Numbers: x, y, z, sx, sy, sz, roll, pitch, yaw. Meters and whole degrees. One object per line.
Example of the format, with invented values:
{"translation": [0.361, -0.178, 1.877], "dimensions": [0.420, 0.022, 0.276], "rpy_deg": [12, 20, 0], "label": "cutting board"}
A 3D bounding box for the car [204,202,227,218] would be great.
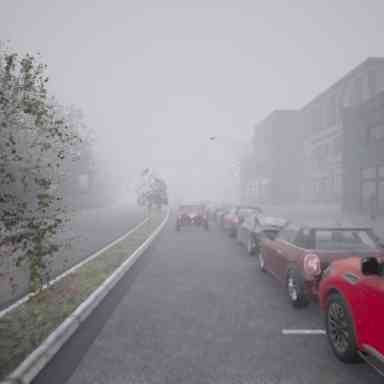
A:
{"translation": [2.508, 1.912, 36.247], "dimensions": [2.002, 1.452, 4.674], "rpy_deg": [0, -1, -3], "label": "car"}

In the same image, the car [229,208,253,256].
{"translation": [3.048, 1.639, 13.894], "dimensions": [2.231, 1.521, 4.892], "rpy_deg": [0, -1, 0], "label": "car"}

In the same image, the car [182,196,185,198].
{"translation": [-0.432, 2.171, 69.489], "dimensions": [2.097, 1.535, 5.008], "rpy_deg": [0, -1, -7], "label": "car"}

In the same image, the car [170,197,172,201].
{"translation": [-4.011, 2.306, 91.471], "dimensions": [2.231, 1.521, 4.892], "rpy_deg": [0, 0, -11], "label": "car"}

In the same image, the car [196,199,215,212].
{"translation": [1.822, 1.853, 47.330], "dimensions": [2.185, 1.767, 4.553], "rpy_deg": [0, -1, -4], "label": "car"}

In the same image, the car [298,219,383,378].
{"translation": [3.050, 1.265, 2.840], "dimensions": [2.435, 2.045, 5.566], "rpy_deg": [0, -1, 0], "label": "car"}

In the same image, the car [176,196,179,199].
{"translation": [-2.057, 2.247, 80.689], "dimensions": [1.946, 1.575, 5.366], "rpy_deg": [0, 0, -9], "label": "car"}

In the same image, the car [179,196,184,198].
{"translation": [-1.208, 2.211, 75.190], "dimensions": [1.946, 1.575, 5.366], "rpy_deg": [0, 0, -8], "label": "car"}

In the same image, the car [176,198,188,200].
{"translation": [-0.789, 1.914, 41.507], "dimensions": [1.882, 1.535, 5.008], "rpy_deg": [0, -1, -4], "label": "car"}

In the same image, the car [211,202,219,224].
{"translation": [2.752, 1.846, 30.724], "dimensions": [2.163, 1.488, 4.792], "rpy_deg": [0, -1, -2], "label": "car"}

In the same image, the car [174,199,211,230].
{"translation": [-0.026, 1.604, 23.151], "dimensions": [2.097, 1.767, 4.553], "rpy_deg": [0, -1, -1], "label": "car"}

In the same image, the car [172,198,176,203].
{"translation": [-2.984, 2.029, 86.021], "dimensions": [2.435, 2.045, 5.566], "rpy_deg": [0, 0, -10], "label": "car"}

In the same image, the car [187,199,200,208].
{"translation": [0.225, 2.125, 63.959], "dimensions": [2.097, 1.535, 5.008], "rpy_deg": [0, -1, -6], "label": "car"}

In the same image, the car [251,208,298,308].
{"translation": [3.048, 1.451, 8.324], "dimensions": [2.185, 1.767, 4.553], "rpy_deg": [0, -1, 0], "label": "car"}

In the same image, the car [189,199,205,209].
{"translation": [0.828, 2.079, 58.430], "dimensions": [2.231, 1.521, 4.892], "rpy_deg": [0, -1, -5], "label": "car"}

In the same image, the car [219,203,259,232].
{"translation": [3.047, 1.572, 19.422], "dimensions": [2.185, 1.767, 4.553], "rpy_deg": [1, -1, 0], "label": "car"}
